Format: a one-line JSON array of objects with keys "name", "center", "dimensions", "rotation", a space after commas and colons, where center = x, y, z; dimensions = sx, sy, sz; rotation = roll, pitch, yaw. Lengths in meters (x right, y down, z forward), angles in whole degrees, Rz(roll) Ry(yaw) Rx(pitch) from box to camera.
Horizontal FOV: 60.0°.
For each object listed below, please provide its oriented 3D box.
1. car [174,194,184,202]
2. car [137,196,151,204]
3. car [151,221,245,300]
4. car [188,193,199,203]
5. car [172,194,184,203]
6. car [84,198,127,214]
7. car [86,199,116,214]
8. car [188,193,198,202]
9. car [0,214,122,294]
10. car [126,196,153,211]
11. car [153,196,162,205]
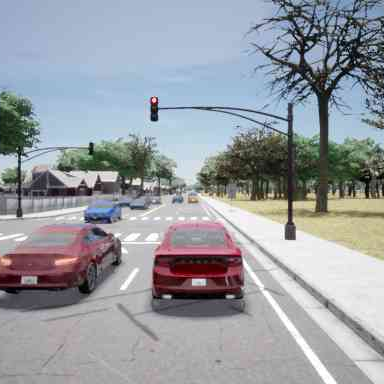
[{"name": "car", "center": [-3.044, 1.321, 76.271], "dimensions": [2.097, 1.767, 4.553], "rotation": [0, 0, 0]}, {"name": "car", "center": [-9.577, 1.519, 66.709], "dimensions": [2.033, 1.411, 5.357], "rotation": [0, 0, 0]}, {"name": "car", "center": [0.120, 1.477, 8.470], "dimensions": [1.882, 1.535, 5.008], "rotation": [0, 0, 0]}, {"name": "car", "center": [0.276, 1.452, 65.897], "dimensions": [1.882, 1.535, 5.008], "rotation": [0, 0, 0]}, {"name": "car", "center": [-2.969, 1.500, 66.306], "dimensions": [1.812, 1.442, 4.674], "rotation": [0, 0, 0]}, {"name": "car", "center": [-6.535, 1.478, 24.928], "dimensions": [1.882, 1.535, 5.008], "rotation": [0, 0, 0]}, {"name": "car", "center": [-9.786, 1.541, 36.146], "dimensions": [2.033, 1.411, 5.357], "rotation": [0, 0, -3]}, {"name": "car", "center": [0.206, 1.191, 76.298], "dimensions": [2.150, 2.045, 5.566], "rotation": [0, 0, 0]}, {"name": "car", "center": [-3.127, 1.525, 8.682], "dimensions": [1.812, 1.442, 4.674], "rotation": [0, 0, 0]}, {"name": "car", "center": [-6.488, 1.540, 41.530], "dimensions": [2.033, 1.411, 5.357], "rotation": [0, 0, 0]}, {"name": "car", "center": [-6.421, 1.473, 58.429], "dimensions": [2.128, 1.511, 4.902], "rotation": [0, 0, 0]}]
